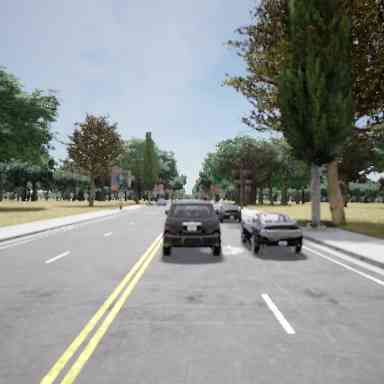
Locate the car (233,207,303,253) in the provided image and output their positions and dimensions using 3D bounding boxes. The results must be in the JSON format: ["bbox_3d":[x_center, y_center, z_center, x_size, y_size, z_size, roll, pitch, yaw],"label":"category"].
[{"bbox_3d":[3.255,1.637,14.300,2.128,1.511,4.902,0,-1,0],"label":"car"}]

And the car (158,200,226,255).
[{"bbox_3d":[0.000,1.358,14.017,2.150,2.045,5.566,0,0,0],"label":"car"}]

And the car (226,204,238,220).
[{"bbox_3d":[3.253,1.822,29.315,1.837,1.490,4.892,0,0,0],"label":"car"}]

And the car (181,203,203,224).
[{"bbox_3d":[0.004,1.822,29.310,1.837,1.490,4.892,0,0,0],"label":"car"}]

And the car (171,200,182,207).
[{"bbox_3d":[-3.253,2.408,71.789,2.128,1.511,4.902,0,-1,0],"label":"car"}]
